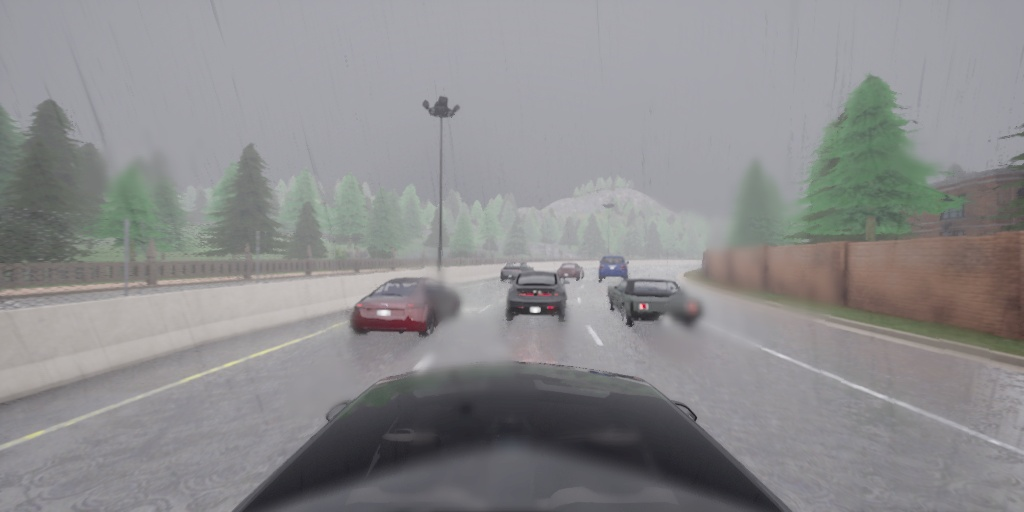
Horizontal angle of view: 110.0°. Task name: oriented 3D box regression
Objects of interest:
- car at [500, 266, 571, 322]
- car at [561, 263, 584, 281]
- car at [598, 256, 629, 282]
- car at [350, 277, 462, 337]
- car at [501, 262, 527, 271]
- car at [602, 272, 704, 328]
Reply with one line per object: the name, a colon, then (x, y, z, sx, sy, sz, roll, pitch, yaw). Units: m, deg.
car: (0.916, 1.255, 12.381, 1.837, 1.490, 4.892, 0, 0, 6)
car: (4.871, 1.289, 29.907, 1.812, 1.442, 4.674, 0, 0, 17)
car: (8.305, 1.001, 29.264, 2.150, 2.045, 5.566, 0, 0, 18)
car: (-2.800, 1.298, 10.369, 1.994, 1.385, 4.181, 0, 0, 5)
car: (0.525, 1.234, 27.657, 2.128, 1.511, 4.902, 0, 0, 16)
car: (4.300, 1.368, 11.595, 1.895, 1.301, 4.718, 0, 0, 7)
